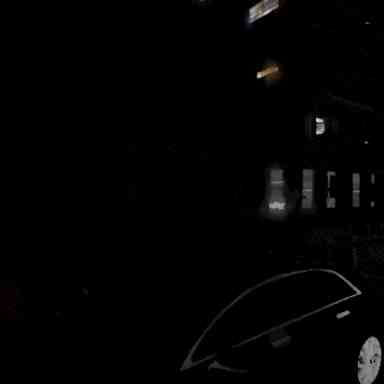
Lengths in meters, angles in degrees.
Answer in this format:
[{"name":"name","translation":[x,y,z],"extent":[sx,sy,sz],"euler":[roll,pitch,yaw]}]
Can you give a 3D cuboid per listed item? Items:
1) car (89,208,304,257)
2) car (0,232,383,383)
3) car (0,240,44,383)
[{"name":"car","translation":[0.352,1.300,6.792],"extent":[5.009,1.841,2.192],"euler":[0,1,-35]},{"name":"car","translation":[0.311,1.496,3.600],"extent":[4.892,1.490,1.837],"euler":[-1,0,-36]},{"name":"car","translation":[-4.322,1.532,3.461],"extent":[4.829,1.417,1.752],"euler":[0,1,-35]}]
